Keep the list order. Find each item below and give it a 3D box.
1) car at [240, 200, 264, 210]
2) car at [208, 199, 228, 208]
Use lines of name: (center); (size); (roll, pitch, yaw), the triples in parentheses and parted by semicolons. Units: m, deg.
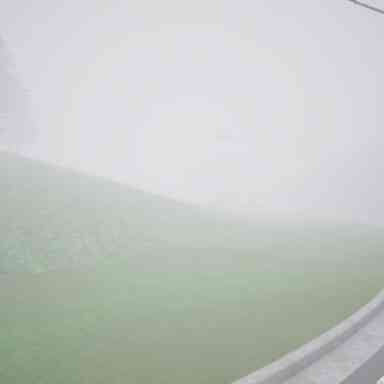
car: (9.650, 2.111, 53.944); (1.882, 1.535, 5.008); (1, -1, -26)
car: (4.896, 2.070, 63.181); (2.097, 1.767, 4.553); (1, -1, -32)
